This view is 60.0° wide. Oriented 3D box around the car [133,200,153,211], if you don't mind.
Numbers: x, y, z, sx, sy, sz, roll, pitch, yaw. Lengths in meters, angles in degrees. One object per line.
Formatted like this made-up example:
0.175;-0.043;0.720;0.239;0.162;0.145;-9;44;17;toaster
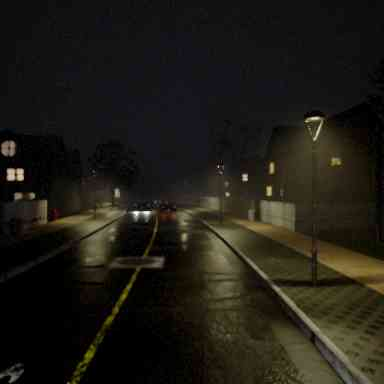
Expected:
-6.191;1.632;41.228;1.994;1.385;4.181;0;0;-9;car

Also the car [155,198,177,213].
-2.821;1.644;37.528;1.895;1.301;4.718;0;0;-9;car

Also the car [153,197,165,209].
-4.643;1.468;48.116;2.097;1.767;4.553;0;-1;-11;car
